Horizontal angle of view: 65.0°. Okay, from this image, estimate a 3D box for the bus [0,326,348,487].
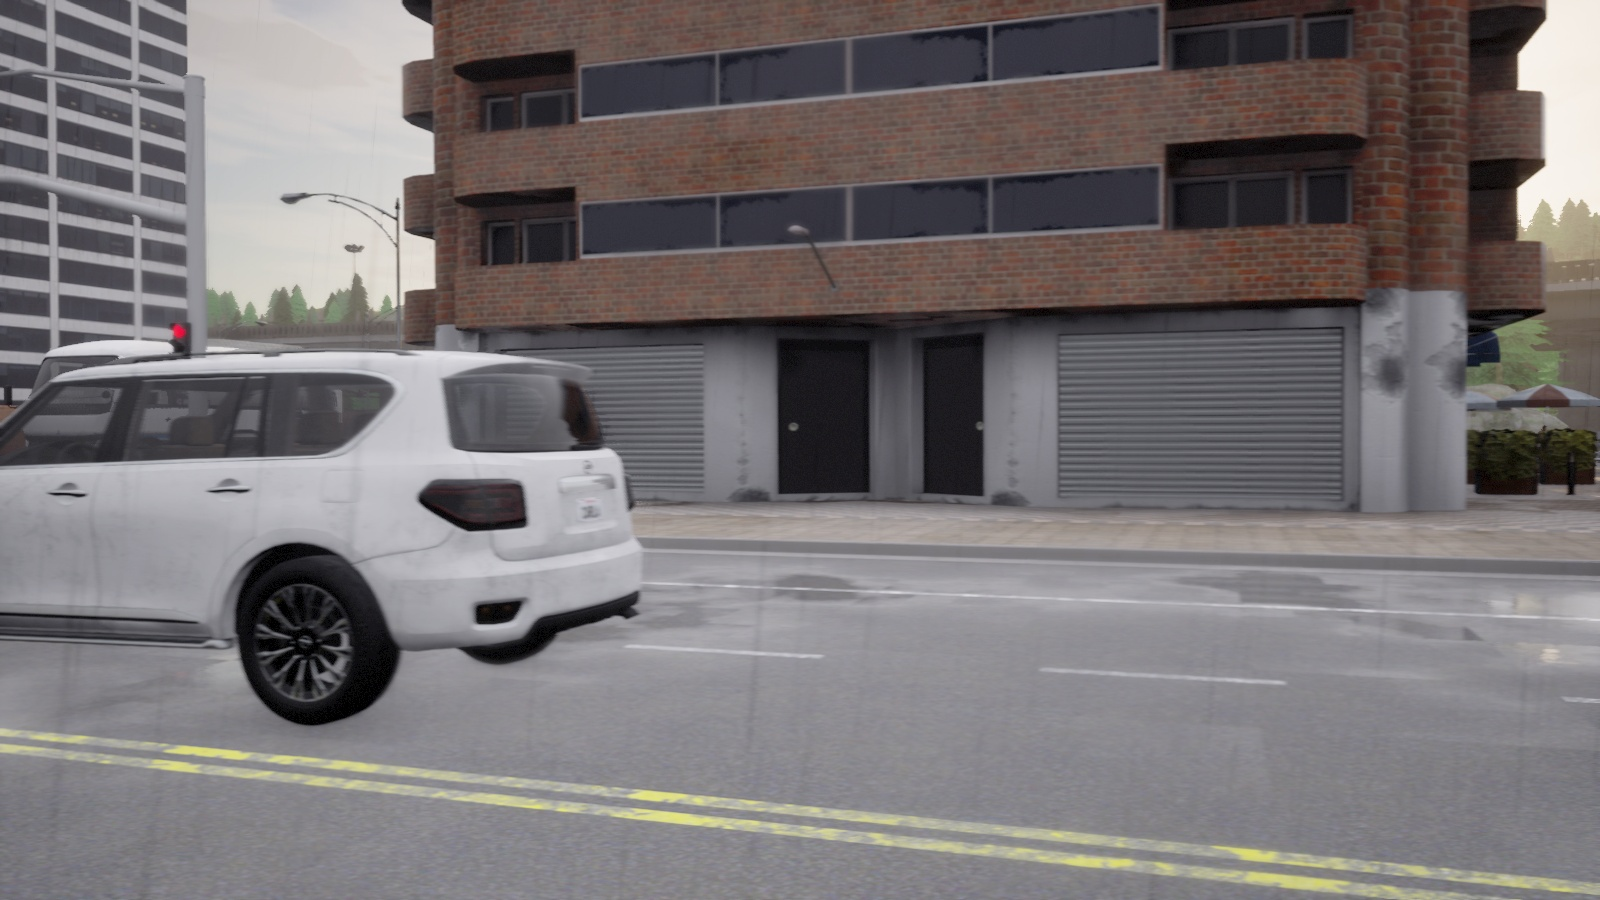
[{"bbox_3d":[-18.923,-1.239,38.607,3.944,4.253,10.273,1,1,18],"label":"bus"}]

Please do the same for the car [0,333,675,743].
[{"bbox_3d":[-3.811,0.400,8.164,5.566,2.045,2.150,1,1,19],"label":"car"}]
